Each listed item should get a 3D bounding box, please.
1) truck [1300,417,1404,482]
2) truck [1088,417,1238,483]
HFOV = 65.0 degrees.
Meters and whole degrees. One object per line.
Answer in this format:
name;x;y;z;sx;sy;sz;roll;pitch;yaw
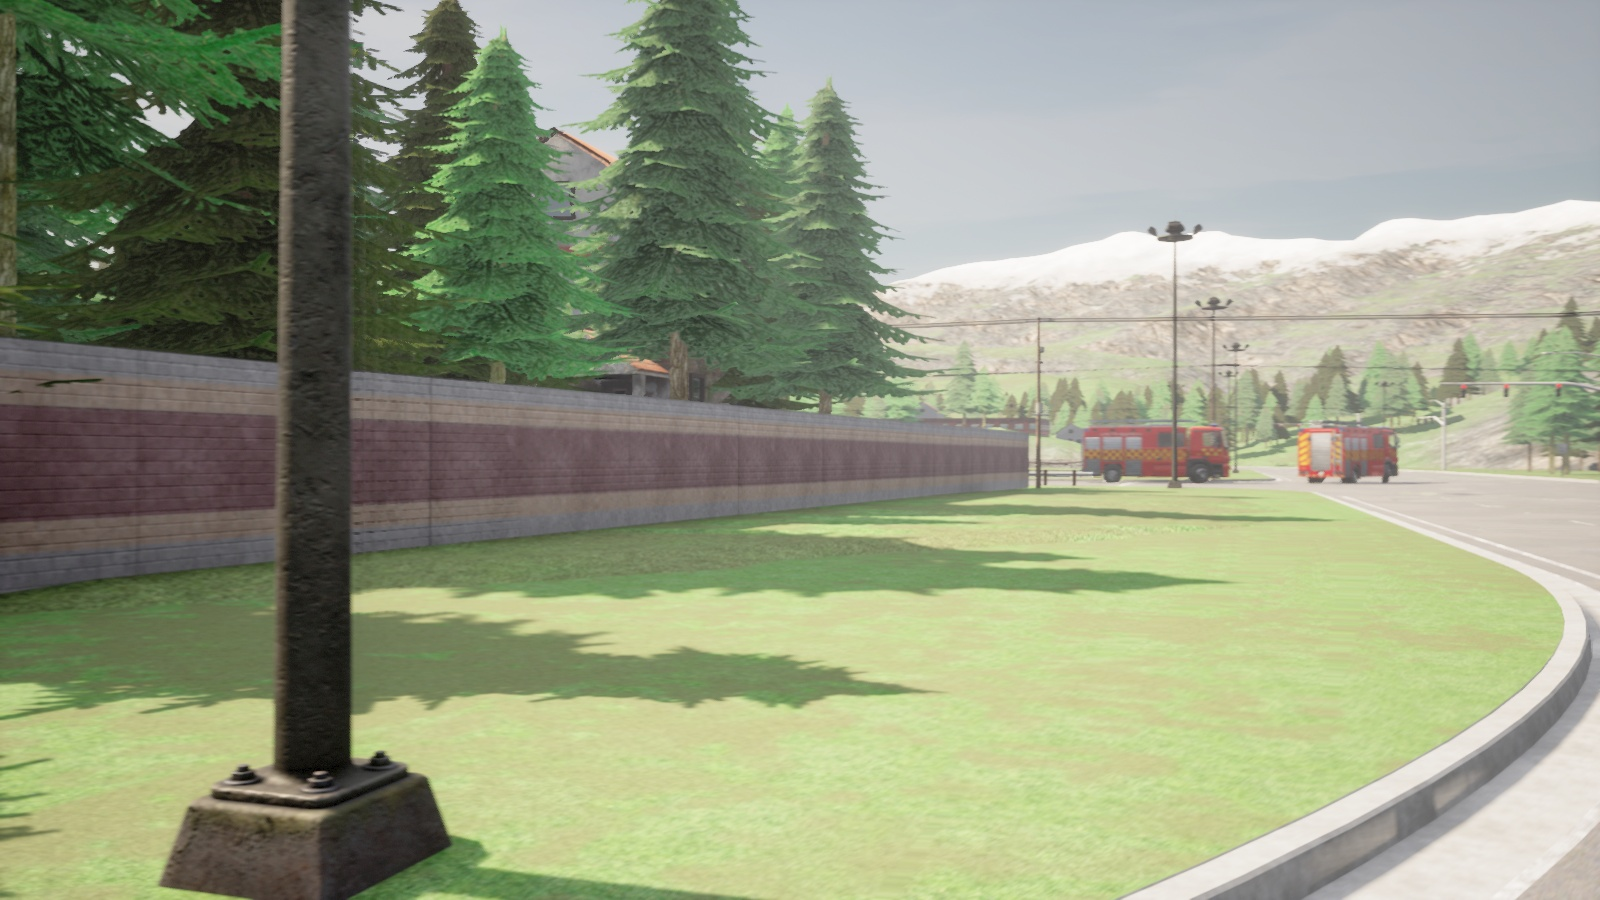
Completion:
truck;34.389;-0.004;78.059;8.468;3.827;2.891;0;0;-44
truck;21.689;-0.006;75.510;8.468;3.827;2.891;0;0;13
